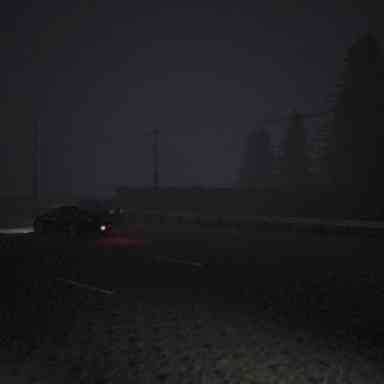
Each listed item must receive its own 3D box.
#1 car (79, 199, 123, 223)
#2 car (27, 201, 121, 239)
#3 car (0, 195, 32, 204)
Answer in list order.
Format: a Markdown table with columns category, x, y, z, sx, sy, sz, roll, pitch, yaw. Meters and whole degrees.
| category | x | y | z | sx | sy | sz | roll | pitch | yaw |
| --- | --- | --- | --- | --- | --- | --- | --- | --- | --- |
| car | -6.651 | 1.239 | 21.636 | 4.553 | 1.767 | 2.097 | 0 | 0 | 35 |
| car | -6.124 | 1.412 | 16.961 | 4.892 | 1.490 | 1.837 | 0 | 0 | 36 |
| car | -25.828 | 1.216 | 48.490 | 4.674 | 1.442 | 1.812 | 0 | 0 | -14 |
